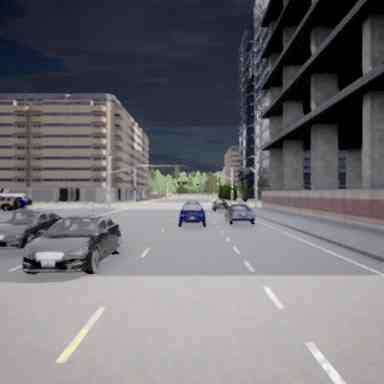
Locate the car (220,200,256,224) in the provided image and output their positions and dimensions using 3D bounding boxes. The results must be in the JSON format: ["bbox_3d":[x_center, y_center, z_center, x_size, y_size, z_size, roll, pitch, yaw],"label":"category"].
[{"bbox_3d":[3.546,1.620,25.256,2.033,1.411,5.357,0,0,0],"label":"car"}]

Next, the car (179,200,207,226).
[{"bbox_3d":[0.039,1.547,24.300,1.882,1.535,5.008,0,0,0],"label":"car"}]

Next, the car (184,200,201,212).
[{"bbox_3d":[0.067,1.682,41.570,1.994,1.385,4.181,0,0,0],"label":"car"}]

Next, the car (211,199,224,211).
[{"bbox_3d":[3.571,1.646,42.331,1.812,1.442,4.674,0,0,0],"label":"car"}]

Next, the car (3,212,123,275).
[{"bbox_3d":[-3.536,1.523,10.686,2.128,1.511,4.902,0,0,1],"label":"car"}]

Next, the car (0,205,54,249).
[{"bbox_3d":[-7.003,1.532,14.180,2.128,1.511,4.902,0,0,0],"label":"car"}]
